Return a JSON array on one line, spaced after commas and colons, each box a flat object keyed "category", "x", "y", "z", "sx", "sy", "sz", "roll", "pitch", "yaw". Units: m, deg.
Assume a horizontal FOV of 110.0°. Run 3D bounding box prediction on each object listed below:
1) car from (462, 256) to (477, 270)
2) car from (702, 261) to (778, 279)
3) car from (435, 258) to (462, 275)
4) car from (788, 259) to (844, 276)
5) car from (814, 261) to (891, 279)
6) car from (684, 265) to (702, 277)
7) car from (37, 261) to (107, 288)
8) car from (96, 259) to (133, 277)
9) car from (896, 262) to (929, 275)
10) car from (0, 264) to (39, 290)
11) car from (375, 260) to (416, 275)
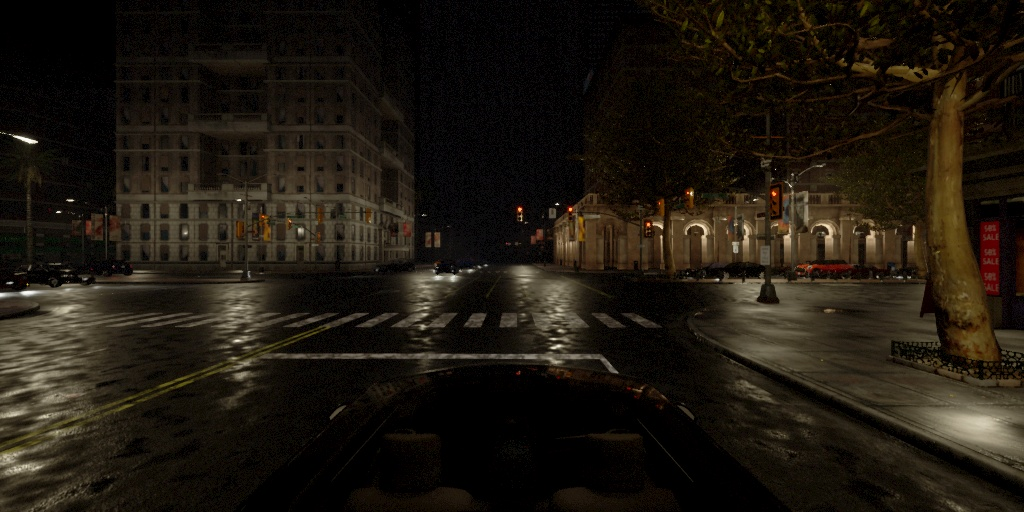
[{"category": "car", "x": -6.951, "y": 1.228, "z": 54.261, "sx": 1.882, "sy": 1.535, "sz": 5.008, "roll": 0, "pitch": 0, "yaw": 0}, {"category": "car", "x": 19.704, "y": 1.228, "z": 31.165, "sx": 5.008, "sy": 1.535, "sz": 1.882, "roll": 0, "pitch": 0, "yaw": 0}, {"category": "car", "x": -6.852, "y": 1.102, "z": 38.148, "sx": 2.097, "sy": 1.767, "sz": 4.553, "roll": 0, "pitch": 0, "yaw": -2}, {"category": "car", "x": 29.938, "y": 1.102, "z": 34.577, "sx": 4.553, "sy": 1.767, "sz": 2.097, "roll": 0, "pitch": 0, "yaw": 0}, {"category": "car", "x": 29.581, "y": 1.351, "z": 31.082, "sx": 4.718, "sy": 1.301, "sz": 1.895, "roll": 0, "pitch": 0, "yaw": 1}, {"category": "car", "x": 19.649, "y": 1.297, "z": 34.666, "sx": 5.357, "sy": 1.411, "sz": 2.033, "roll": 0, "pitch": 0, "yaw": 1}, {"category": "car", "x": -30.235, "y": 1.242, "z": 23.398, "sx": 4.902, "sy": 1.511, "sz": 2.128, "roll": 0, "pitch": 0, "yaw": 1}, {"category": "car", "x": -40.254, "y": 1.102, "z": 35.167, "sx": 4.553, "sy": 1.767, "sz": 2.097, "roll": 0, "pitch": 0, "yaw": 0}, {"category": "car", "x": 40.498, "y": 1.297, "z": 34.480, "sx": 5.357, "sy": 1.411, "sz": 2.033, "roll": 0, "pitch": 0, "yaw": 1}, {"category": "car", "x": -29.795, "y": 1.314, "z": 19.887, "sx": 4.181, "sy": 1.385, "sz": 1.994, "roll": 0, "pitch": 0, "yaw": 1}, {"category": "car", "x": -12.933, "y": 1.241, "z": 39.902, "sx": 2.128, "sy": 1.511, "sz": 4.902, "roll": 1, "pitch": 0, "yaw": 32}]
